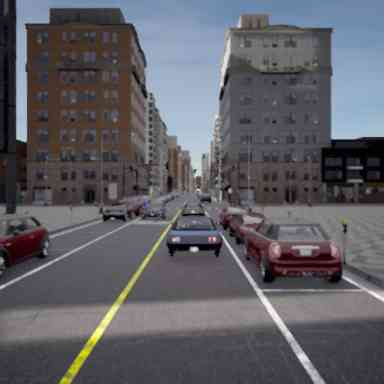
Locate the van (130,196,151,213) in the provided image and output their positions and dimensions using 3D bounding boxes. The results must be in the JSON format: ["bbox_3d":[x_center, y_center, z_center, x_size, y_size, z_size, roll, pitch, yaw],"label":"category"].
[{"bbox_3d":[-5.830,1.343,37.994,1.690,1.788,3.998,0,0,0],"label":"van"}]

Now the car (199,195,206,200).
[{"bbox_3d":[2.734,1.465,87.603,1.802,1.307,4.206,0,0,0],"label":"car"}]

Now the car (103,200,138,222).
[{"bbox_3d":[-5.838,1.569,26.713,1.947,1.339,4.313,0,0,0],"label":"car"}]

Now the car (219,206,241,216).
[{"bbox_3d":[2.684,1.548,21.041,1.887,1.381,4.507,0,0,0],"label":"car"}]

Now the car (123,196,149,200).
[{"bbox_3d":[-5.834,1.319,32.353,2.192,1.841,5.009,0,0,0],"label":"car"}]

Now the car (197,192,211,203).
[{"bbox_3d":[2.718,1.258,64.976,2.192,1.841,5.009,0,0,0],"label":"car"}]

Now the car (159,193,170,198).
[{"bbox_3d":[-5.808,1.469,64.840,1.752,1.417,4.829,0,0,0],"label":"car"}]

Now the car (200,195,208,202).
[{"bbox_3d":[2.726,1.459,76.289,1.887,1.381,4.507,0,0,0],"label":"car"}]

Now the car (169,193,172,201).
[{"bbox_3d":[-5.804,1.495,70.666,1.947,1.339,4.313,0,0,0],"label":"car"}]

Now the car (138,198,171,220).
[{"bbox_3d":[-3.068,1.510,28.130,1.837,1.490,4.892,0,0,0],"label":"car"}]

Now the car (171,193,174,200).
[{"bbox_3d":[-5.800,1.440,76.150,1.752,1.417,4.829,0,0,0],"label":"car"}]

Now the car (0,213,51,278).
[{"bbox_3d":[-5.851,1.443,9.794,1.967,1.590,4.097,0,0,0],"label":"car"}]

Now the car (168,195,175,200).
[{"bbox_3d":[-5.787,1.449,93.285,1.802,1.307,4.206,0,0,0],"label":"car"}]

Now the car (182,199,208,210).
[{"bbox_3d":[0.103,1.567,28.956,1.994,1.385,4.181,0,0,0],"label":"car"}]

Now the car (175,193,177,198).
[{"bbox_3d":[-5.791,1.198,87.630,2.192,1.841,5.009,0,0,0],"label":"car"}]

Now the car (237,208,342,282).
[{"bbox_3d":[2.675,1.443,9.762,1.967,1.590,4.097,0,0,0],"label":"car"}]

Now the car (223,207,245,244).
[{"bbox_3d":[2.679,1.585,15.402,1.802,1.307,4.206,0,0,0],"label":"car"}]

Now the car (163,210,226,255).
[{"bbox_3d":[0.090,1.603,13.220,1.895,1.301,4.718,0,0,0],"label":"car"}]
